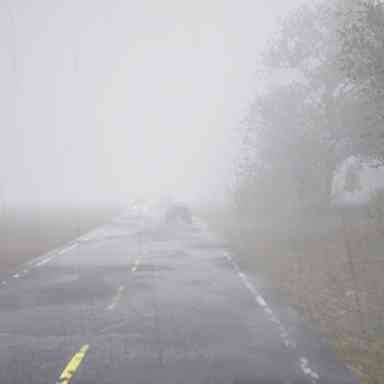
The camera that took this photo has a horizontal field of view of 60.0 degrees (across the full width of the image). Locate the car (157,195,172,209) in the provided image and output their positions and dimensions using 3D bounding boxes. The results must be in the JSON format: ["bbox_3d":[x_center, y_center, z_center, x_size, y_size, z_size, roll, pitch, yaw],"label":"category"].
[{"bbox_3d":[-3.451,1.270,43.714,2.097,1.767,4.553,0,0,-9],"label":"car"}]

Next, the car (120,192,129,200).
[{"bbox_3d":[-19.022,1.049,93.337,2.150,2.045,5.566,0,0,-19],"label":"car"}]

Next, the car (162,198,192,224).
[{"bbox_3d":[-1.076,1.462,24.320,1.837,1.490,4.892,0,1,-5],"label":"car"}]

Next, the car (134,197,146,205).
[{"bbox_3d":[-8.472,1.503,54.217,1.895,1.301,4.718,0,0,-11],"label":"car"}]
